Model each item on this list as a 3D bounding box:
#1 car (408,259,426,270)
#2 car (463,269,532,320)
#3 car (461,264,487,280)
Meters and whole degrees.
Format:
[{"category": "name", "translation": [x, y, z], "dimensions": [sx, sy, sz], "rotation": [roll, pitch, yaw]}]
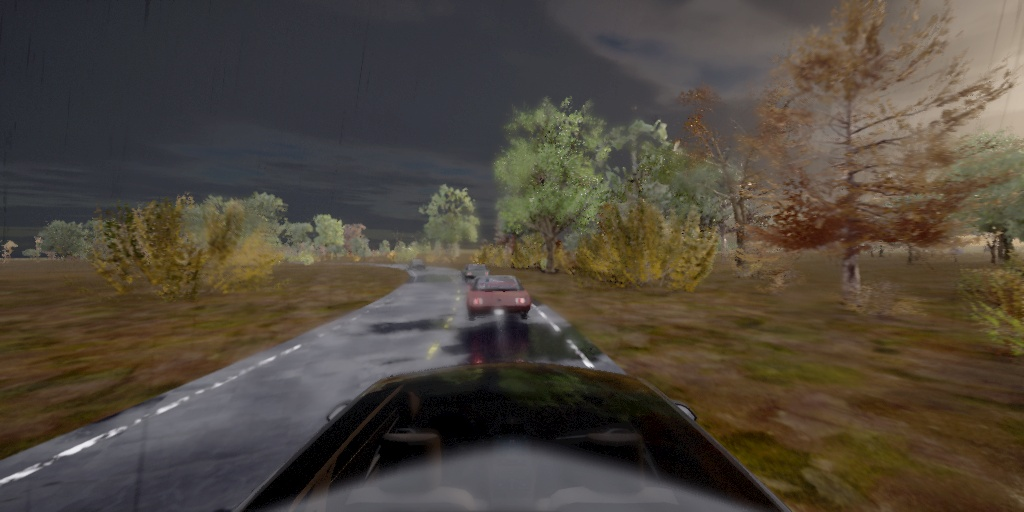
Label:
[{"category": "car", "translation": [-13.186, 1.149, 49.653], "dimensions": [1.837, 1.490, 4.892], "rotation": [0, 0, -23]}, {"category": "car", "translation": [-0.543, 1.305, 12.409], "dimensions": [1.895, 1.301, 4.718], "rotation": [0, 0, -5]}, {"category": "car", "translation": [-2.833, 1.258, 27.409], "dimensions": [1.895, 1.301, 4.718], "rotation": [0, 0, -12]}]
